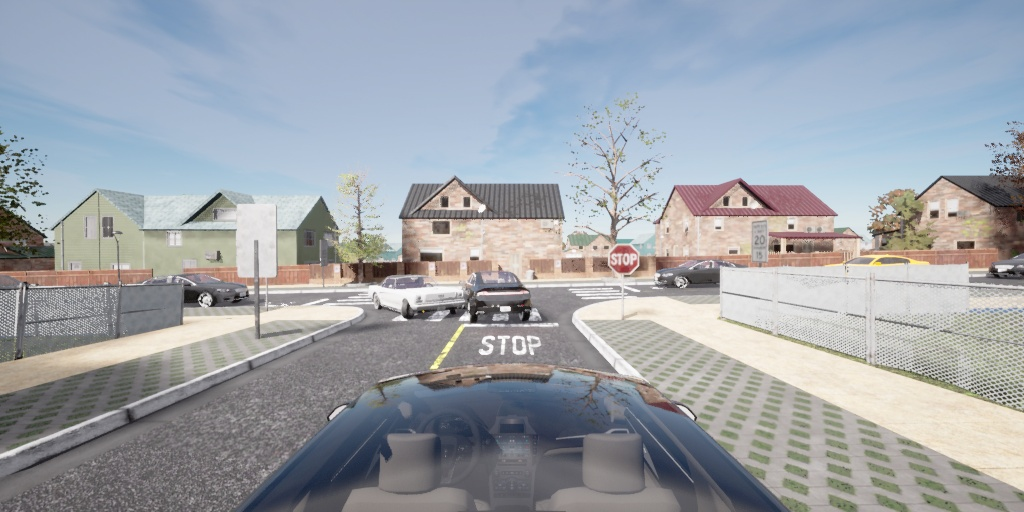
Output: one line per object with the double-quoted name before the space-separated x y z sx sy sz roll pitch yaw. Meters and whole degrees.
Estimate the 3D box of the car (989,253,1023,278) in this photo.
"car" 29.383 0.478 19.694 4.902 1.511 2.128 -1 1 0

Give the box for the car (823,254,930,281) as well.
"car" 19.759 0.690 19.657 5.008 1.535 1.882 -1 1 -1

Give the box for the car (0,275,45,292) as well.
"car" -24.242 1.648 16.522 4.553 1.767 2.097 -1 1 0

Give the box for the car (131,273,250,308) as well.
"car" -14.904 1.566 16.563 4.902 1.511 2.128 -1 1 0

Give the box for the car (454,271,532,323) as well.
"car" -0.687 1.243 12.210 2.128 1.511 4.902 0 0 -12

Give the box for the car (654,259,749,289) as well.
"car" 10.328 0.926 19.619 4.902 1.511 2.128 -1 1 0

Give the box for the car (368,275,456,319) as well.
"car" -3.604 1.368 13.069 1.895 1.301 4.718 0 0 -38
